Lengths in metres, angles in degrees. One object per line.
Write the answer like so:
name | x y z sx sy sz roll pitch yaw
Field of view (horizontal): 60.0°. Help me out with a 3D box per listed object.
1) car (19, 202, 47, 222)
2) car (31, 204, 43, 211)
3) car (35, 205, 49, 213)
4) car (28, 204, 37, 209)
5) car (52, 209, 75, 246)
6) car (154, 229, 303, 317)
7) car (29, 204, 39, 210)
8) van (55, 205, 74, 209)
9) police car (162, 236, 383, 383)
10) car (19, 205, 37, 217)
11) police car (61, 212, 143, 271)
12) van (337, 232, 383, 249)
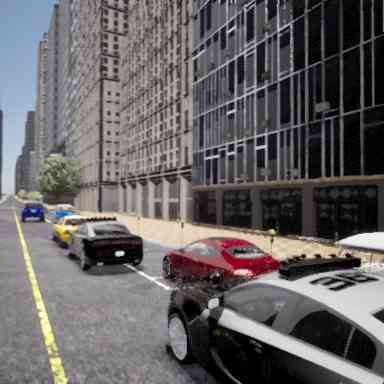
car | -17.350 2.131 36.214 2.150 2.045 5.566 1 -2 -28
car | -32.015 3.248 68.764 2.008 1.369 4.403 1 -2 -29
car | -26.571 3.011 58.757 2.008 1.369 4.403 1 -2 -29
car | -40.180 3.628 83.775 1.802 1.307 4.206 1 -2 -29
car | -6.360 1.918 17.866 1.801 1.575 5.366 1 -2 -29
car | 0.646 1.821 8.723 1.802 1.307 4.206 1 -2 -29
car | -37.458 3.481 78.772 2.008 1.369 4.403 1 -2 -29
van | -12.963 2.200 33.746 1.690 1.788 3.998 1 -2 -29
police car | 1.323 1.535 3.745 1.930 1.638 5.238 1 -2 -29
car | -23.801 2.686 48.044 2.128 1.511 4.902 1 -2 -29
police car | -3.455 1.754 12.527 1.930 1.638 5.238 1 -2 -29
van | 3.367 1.455 3.726 1.690 1.788 3.998 1 -2 -29
